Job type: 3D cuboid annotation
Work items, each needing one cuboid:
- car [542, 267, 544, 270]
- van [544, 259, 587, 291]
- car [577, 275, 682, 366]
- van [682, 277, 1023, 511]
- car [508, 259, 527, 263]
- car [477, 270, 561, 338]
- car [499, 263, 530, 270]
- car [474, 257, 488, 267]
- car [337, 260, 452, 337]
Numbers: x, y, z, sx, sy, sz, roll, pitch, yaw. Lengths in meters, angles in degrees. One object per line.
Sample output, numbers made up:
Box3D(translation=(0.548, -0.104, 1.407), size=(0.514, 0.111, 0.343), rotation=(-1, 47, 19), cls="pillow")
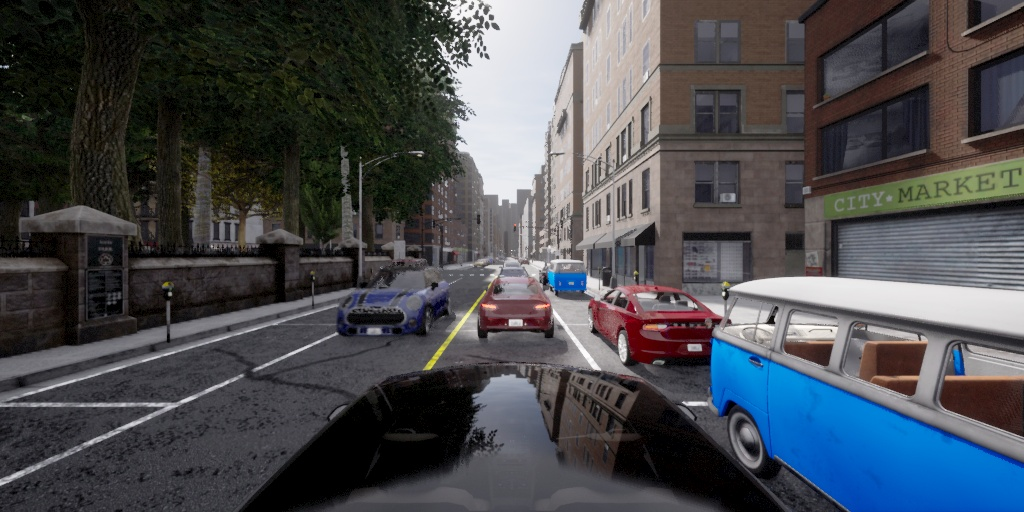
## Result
Box3D(translation=(2.857, 1.307, 24.812), size=(1.948, 1.339, 4.313), rotation=(0, 0, 0), cls="car")
Box3D(translation=(2.857, 1.086, 19.152), size=(1.690, 1.789, 3.998), rotation=(0, 0, 0), cls="van")
Box3D(translation=(2.857, 1.294, 7.831), size=(1.888, 1.381, 4.507), rotation=(0, 0, 0), cls="car")
Box3D(translation=(2.856, 1.091, 2.170), size=(1.690, 1.789, 3.998), rotation=(0, 0, 0), cls="van")
Box3D(translation=(0.004, 1.242, 29.355), size=(1.837, 1.490, 4.892), rotation=(0, 0, 0), cls="car")
Box3D(translation=(0.095, 1.274, 10.032), size=(1.812, 1.442, 4.674), rotation=(0, 0, 0), cls="car")
Box3D(translation=(0.097, 1.292, 19.611), size=(2.033, 1.411, 5.357), rotation=(0, 0, 1), cls="car")
Box3D(translation=(-5.667, 1.229, 62.631), size=(1.751, 1.417, 4.829), rotation=(0, 0, 0), cls="car")
Box3D(translation=(-3.096, 1.100, 10.312), size=(2.097, 1.767, 4.553), rotation=(0, 0, 0), cls="car")
